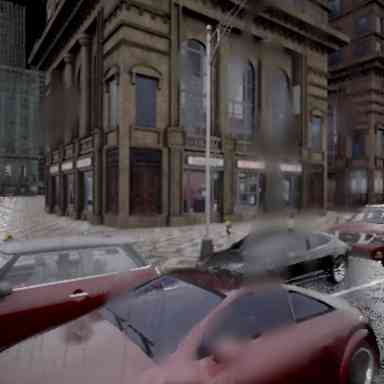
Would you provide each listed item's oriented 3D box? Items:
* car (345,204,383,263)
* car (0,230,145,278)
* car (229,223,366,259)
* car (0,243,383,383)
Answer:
[{"bbox_3d":[6.684,1.353,11.379,5.009,1.841,2.192,0,0,-35],"label":"car"},{"bbox_3d":[-2.453,1.441,4.895,4.097,1.590,1.967,0,0,-35],"label":"car"},{"bbox_3d":[2.114,1.586,8.137,4.313,1.339,1.947,0,0,-35],"label":"car"},{"bbox_3d":[0.089,1.570,3.439,4.181,1.385,1.994,0,0,-35],"label":"car"}]
